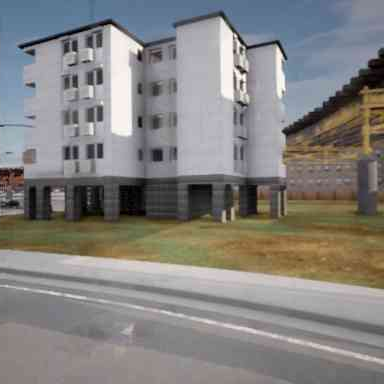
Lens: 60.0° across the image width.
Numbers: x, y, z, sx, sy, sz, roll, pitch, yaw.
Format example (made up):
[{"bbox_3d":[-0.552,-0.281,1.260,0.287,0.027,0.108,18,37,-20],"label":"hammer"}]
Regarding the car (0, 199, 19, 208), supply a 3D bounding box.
[{"bbox_3d":[-31.940,1.997,57.995,1.812,1.442,4.674,0,0,1],"label":"car"}]
